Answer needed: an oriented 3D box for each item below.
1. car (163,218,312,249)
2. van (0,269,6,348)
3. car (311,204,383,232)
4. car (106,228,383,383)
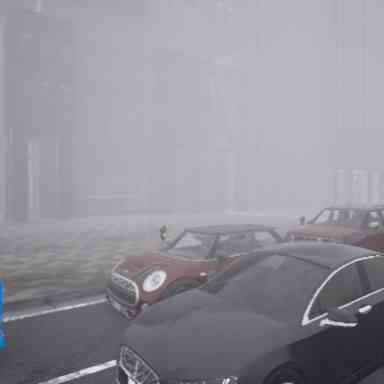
[{"bbox_3d":[0.339,1.440,6.896,4.097,1.590,1.967,0,0,-36],"label":"car"},{"bbox_3d":[-4.252,1.342,3.619,3.998,1.788,1.690,0,0,-36],"label":"van"},{"bbox_3d":[4.930,1.315,10.174,5.009,1.841,2.192,0,0,-36],"label":"car"},{"bbox_3d":[1.444,1.505,4.409,4.892,1.490,1.837,0,0,-36],"label":"car"}]
